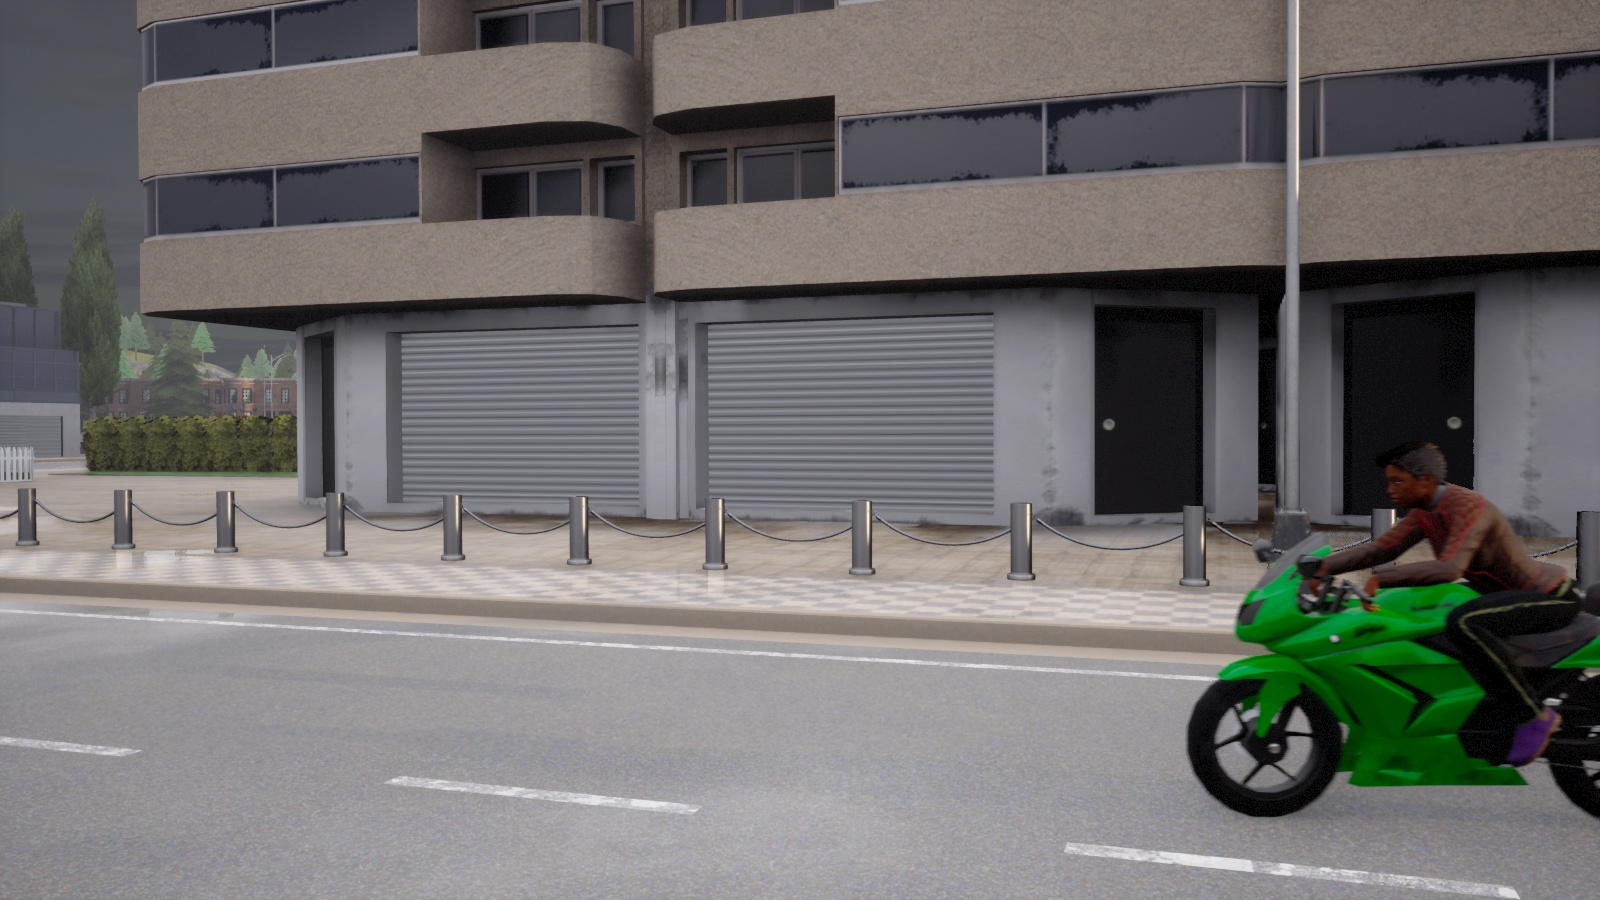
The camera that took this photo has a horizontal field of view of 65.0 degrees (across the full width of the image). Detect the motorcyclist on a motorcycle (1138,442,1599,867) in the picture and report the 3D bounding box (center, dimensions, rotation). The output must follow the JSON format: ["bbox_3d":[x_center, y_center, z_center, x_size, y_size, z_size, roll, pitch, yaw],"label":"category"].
[{"bbox_3d":[2.460,0.738,4.968,2.044,1.523,0.797,0,1,5],"label":"motorcyclist on a motorcycle"}]
